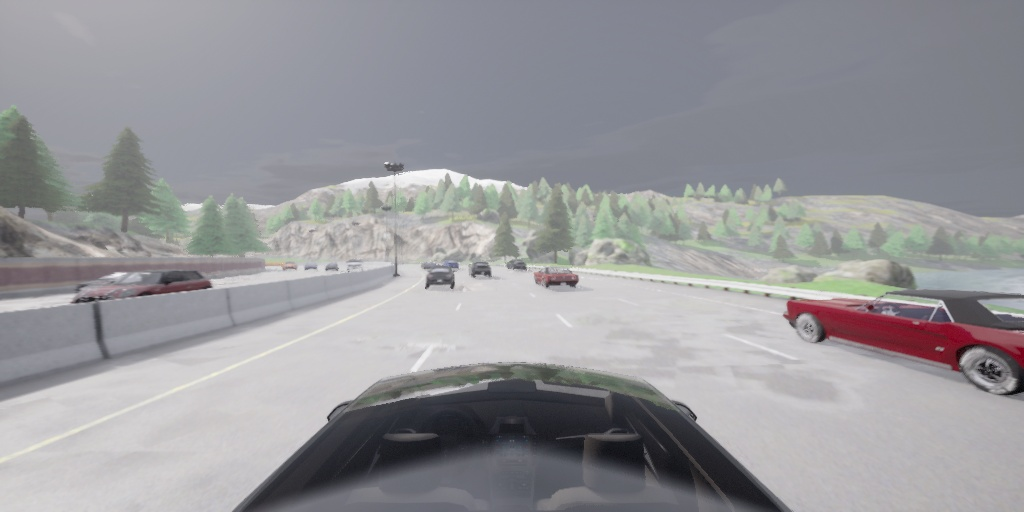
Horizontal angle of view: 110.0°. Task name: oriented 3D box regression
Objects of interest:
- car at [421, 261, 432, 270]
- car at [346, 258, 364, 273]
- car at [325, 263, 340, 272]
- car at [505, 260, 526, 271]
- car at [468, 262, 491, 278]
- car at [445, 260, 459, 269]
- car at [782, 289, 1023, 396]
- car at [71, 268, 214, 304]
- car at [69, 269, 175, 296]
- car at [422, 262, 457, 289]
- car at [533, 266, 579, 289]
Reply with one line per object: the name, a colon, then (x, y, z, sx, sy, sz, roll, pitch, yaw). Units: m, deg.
car: (-13.437, 1.555, 57.565, 1.994, 1.385, 4.181, -1, 0, -22)
car: (-23.617, 1.383, 54.134, 2.150, 2.045, 5.566, -1, 0, -20)
car: (-28.564, 1.787, 57.129, 2.033, 1.411, 5.357, -1, 0, -23)
car: (0.510, 1.262, 49.130, 1.837, 1.490, 4.892, 0, 0, -17)
car: (-3.237, 1.320, 35.531, 1.837, 1.490, 4.892, 0, 0, -13)
car: (-10.148, 1.414, 58.859, 1.882, 1.535, 5.008, 0, 0, -22)
car: (7.356, 1.231, 6.291, 1.895, 1.301, 4.718, -1, 0, -2)
car: (-14.653, 1.349, 14.589, 2.097, 1.767, 4.553, -1, 0, -5)
car: (-26.428, 1.743, 24.690, 2.033, 1.411, 5.357, -1, 0, -9)
car: (-4.803, 1.363, 24.266, 1.812, 1.442, 4.674, 0, 0, -9)
car: (2.649, 1.314, 22.829, 1.895, 1.301, 4.718, -1, 0, -8)
